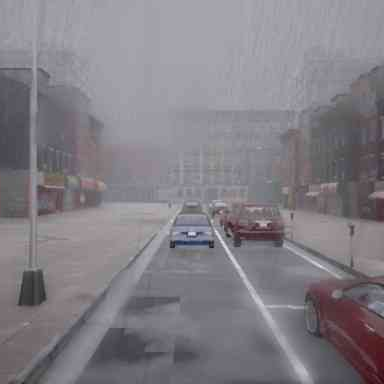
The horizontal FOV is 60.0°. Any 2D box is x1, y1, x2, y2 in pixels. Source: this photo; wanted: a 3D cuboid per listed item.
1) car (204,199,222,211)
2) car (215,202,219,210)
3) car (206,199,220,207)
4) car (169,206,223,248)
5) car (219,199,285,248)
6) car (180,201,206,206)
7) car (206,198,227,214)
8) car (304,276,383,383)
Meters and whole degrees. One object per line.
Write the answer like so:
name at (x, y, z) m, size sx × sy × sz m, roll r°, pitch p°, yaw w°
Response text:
car at (2.644, 1.586, 42.265) m, size 2.008 × 1.369 × 4.403 m, roll 0°, pitch 0°, yaw 0°
car at (2.644, 1.555, 20.250) m, size 1.887 × 1.381 × 4.507 m, roll 0°, pitch 0°, yaw 0°
car at (2.644, 1.566, 31.257) m, size 1.887 × 1.381 × 4.507 m, roll 0°, pitch 0°, yaw 0°
car at (0.000, 1.570, 14.650) m, size 2.033 × 1.411 × 5.357 m, roll 0°, pitch 0°, yaw 0°
car at (2.647, 1.321, 14.746) m, size 2.192 × 1.841 × 5.009 m, roll 0°, pitch 0°, yaw 0°
car at (0.000, 1.537, 29.651) m, size 1.837 × 1.490 × 4.892 m, roll 0°, pitch 0°, yaw 0°
car at (2.645, 1.468, 36.761) m, size 1.967 × 1.590 × 4.097 m, roll 0°, pitch 0°, yaw 0°
car at (2.645, 1.582, 3.739) m, size 1.802 × 1.307 × 4.206 m, roll 0°, pitch 0°, yaw 0°
